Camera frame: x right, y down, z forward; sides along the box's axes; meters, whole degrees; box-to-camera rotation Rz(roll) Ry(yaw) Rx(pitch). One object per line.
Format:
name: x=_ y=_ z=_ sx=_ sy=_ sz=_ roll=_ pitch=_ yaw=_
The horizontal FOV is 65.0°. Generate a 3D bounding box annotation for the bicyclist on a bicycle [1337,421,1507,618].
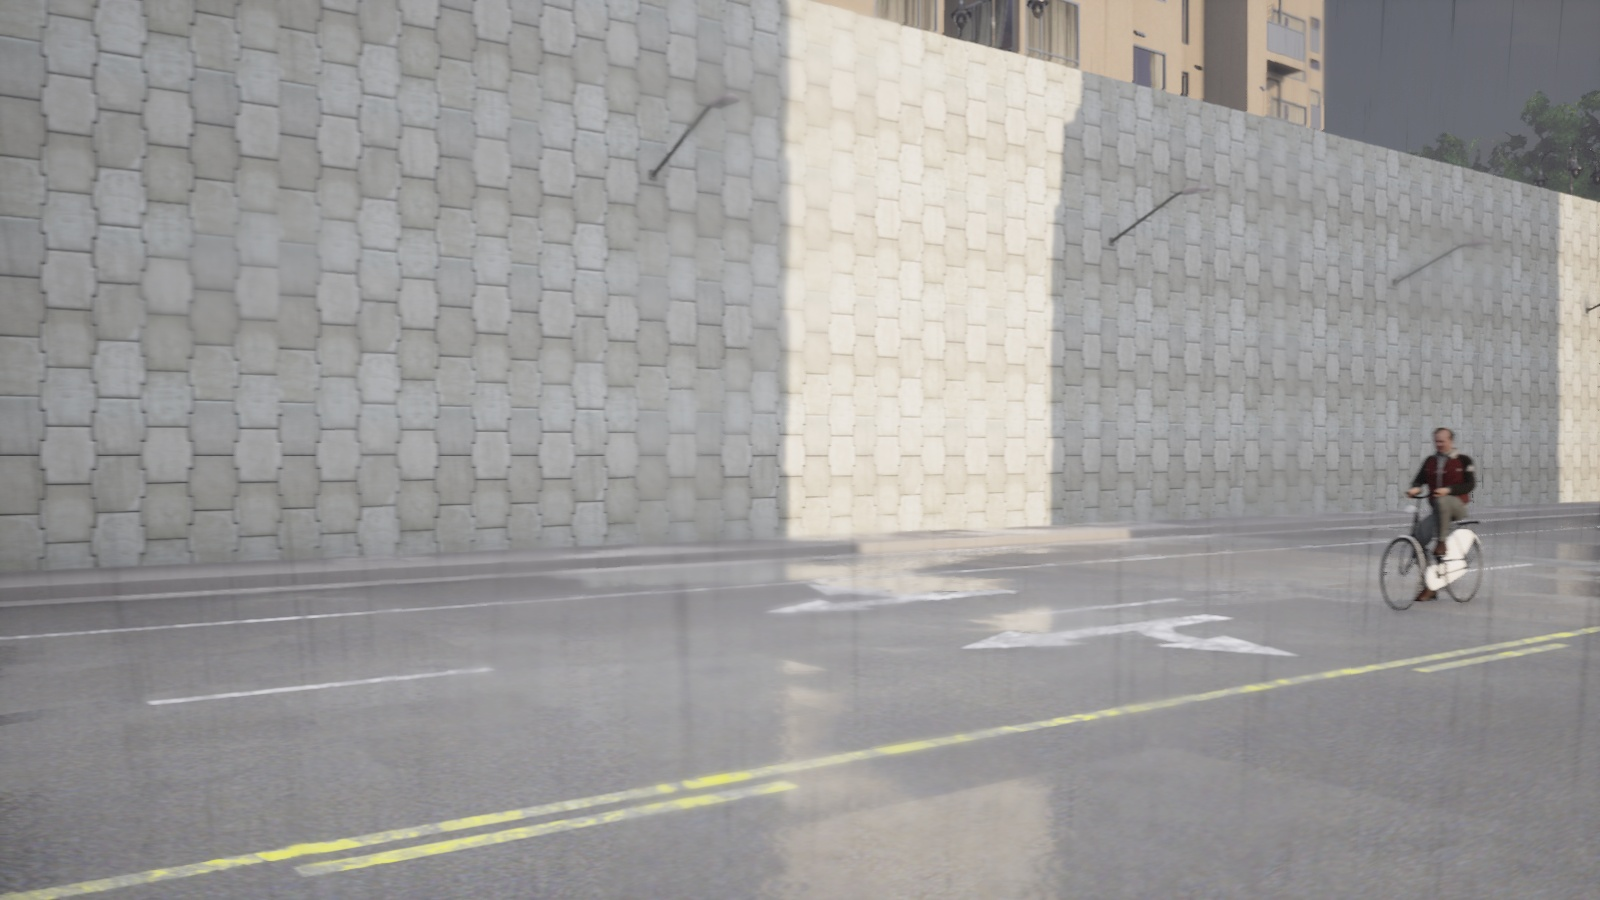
bicyclist on a bicycle: x=6.019 y=0.632 z=12.113 sx=1.843 sy=1.776 sz=0.659 roll=0 pitch=0 yaw=-35
